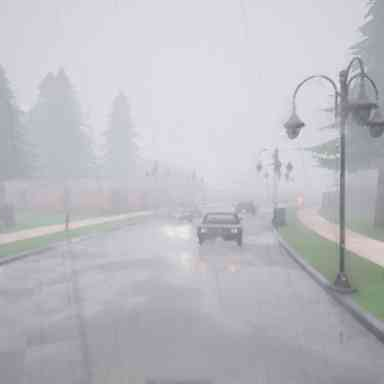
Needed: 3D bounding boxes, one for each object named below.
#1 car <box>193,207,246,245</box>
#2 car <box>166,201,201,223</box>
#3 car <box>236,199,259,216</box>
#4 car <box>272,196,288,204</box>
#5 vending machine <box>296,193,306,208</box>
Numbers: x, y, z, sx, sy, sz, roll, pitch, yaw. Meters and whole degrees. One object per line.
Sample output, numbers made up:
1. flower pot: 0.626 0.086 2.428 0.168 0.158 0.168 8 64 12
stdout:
1. car: 1.422 1.587 15.552 1.895 1.301 4.718 0 0 8
2. car: -0.497 1.460 24.981 2.128 1.511 4.902 0 0 13
3. car: 5.483 1.483 32.864 1.837 1.490 4.892 0 0 17
4. car: 16.772 1.502 63.202 1.812 1.442 4.674 0 0 36
5. vending machine: 15.572 1.188 47.523 1.100 2.100 0.880 0 0 28
